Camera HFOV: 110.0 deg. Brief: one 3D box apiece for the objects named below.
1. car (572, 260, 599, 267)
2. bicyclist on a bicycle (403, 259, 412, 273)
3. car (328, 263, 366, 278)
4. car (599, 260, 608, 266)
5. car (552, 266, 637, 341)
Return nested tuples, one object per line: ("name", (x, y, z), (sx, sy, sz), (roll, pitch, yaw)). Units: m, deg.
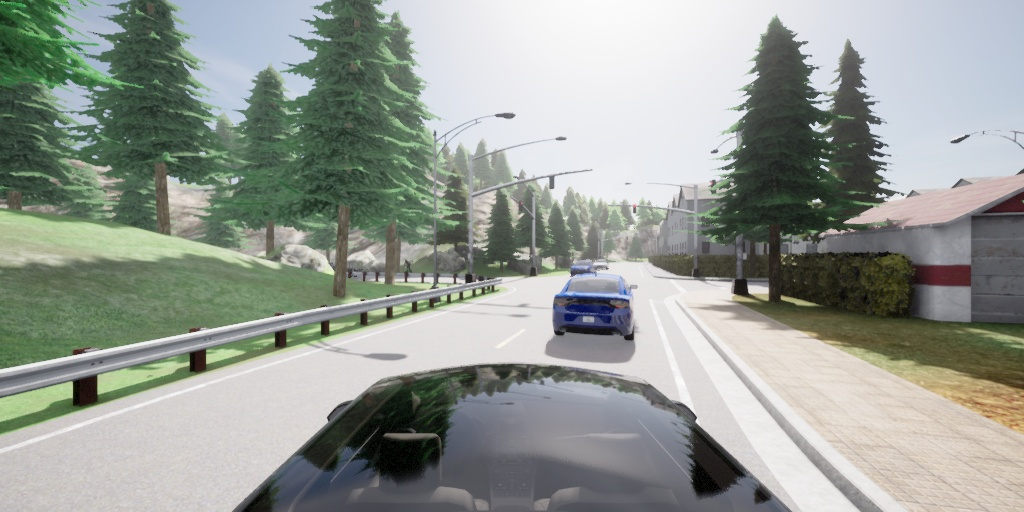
("car", (7.034, 1.224, 35.215), (1.882, 1.535, 5.008), (0, 0, 21))
("bicyclist on a bicycle", (-11.150, 1.163, 38.207), (0.582, 1.620, 1.656), (-2, 5, 18))
("car", (-15.762, 1.309, 32.346), (5.357, 1.411, 2.033), (0, 0, 19))
("car", (12.934, 1.271, 51.963), (1.812, 1.442, 4.674), (0, 0, 19))
("car", (2.449, 1.227, 10.126), (1.882, 1.535, 5.008), (0, 0, 19))
